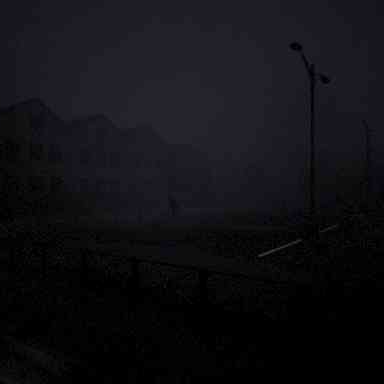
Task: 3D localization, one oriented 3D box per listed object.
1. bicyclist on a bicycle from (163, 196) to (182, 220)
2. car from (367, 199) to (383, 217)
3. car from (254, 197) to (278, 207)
[{"bbox_3d":[-1.377,1.109,23.046,1.656,1.620,0.582,0,0,35],"label":"bicyclist on a bicycle"},{"bbox_3d":[15.445,1.298,26.799,2.007,1.523,4.514,0,0,35],"label":"car"},{"bbox_3d":[10.458,1.356,46.673,2.033,1.411,5.357,0,0,32],"label":"car"}]
